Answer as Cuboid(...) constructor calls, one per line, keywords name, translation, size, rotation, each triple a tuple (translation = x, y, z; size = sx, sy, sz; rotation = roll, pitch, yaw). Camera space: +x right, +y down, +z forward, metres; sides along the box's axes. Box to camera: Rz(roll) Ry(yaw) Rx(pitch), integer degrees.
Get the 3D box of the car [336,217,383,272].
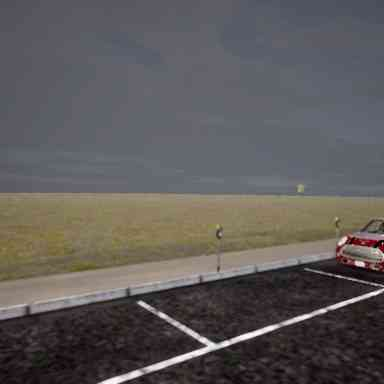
Cuboid(name="car", translation=(6.428, 1.547, 10.667), size=(4.097, 1.590, 1.967), rotation=(1, 0, -35))
